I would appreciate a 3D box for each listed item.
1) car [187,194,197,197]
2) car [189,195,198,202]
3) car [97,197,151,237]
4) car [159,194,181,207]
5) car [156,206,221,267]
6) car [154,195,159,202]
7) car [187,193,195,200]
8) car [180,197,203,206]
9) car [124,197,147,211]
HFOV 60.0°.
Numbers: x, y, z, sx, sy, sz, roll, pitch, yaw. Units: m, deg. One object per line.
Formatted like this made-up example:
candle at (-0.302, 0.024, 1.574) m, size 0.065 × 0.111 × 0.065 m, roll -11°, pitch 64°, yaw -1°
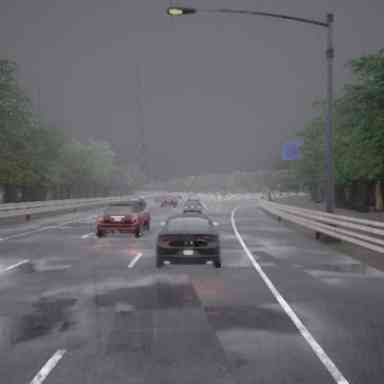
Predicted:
car at (0.229, 1.439, 50.551) m, size 1.812 × 1.442 × 4.674 m, roll 0°, pitch 0°, yaw 1°
car at (0.250, 1.378, 71.060) m, size 1.882 × 1.535 × 5.008 m, roll 0°, pitch 0°, yaw -1°
car at (-3.498, 1.326, 17.837) m, size 2.097 × 1.767 × 4.553 m, roll 0°, pitch 0°, yaw 0°
car at (-3.191, 1.253, 48.156) m, size 2.097 × 1.767 × 4.553 m, roll 0°, pitch 0°, yaw 1°
car at (-0.101, 1.469, 11.399) m, size 1.882 × 1.535 × 5.008 m, roll 0°, pitch 0°, yaw 0°
car at (-6.610, 1.374, 67.802) m, size 2.128 × 1.511 × 4.902 m, roll 0°, pitch 0°, yaw 0°
car at (-0.207, 1.292, 90.838) m, size 2.097 × 1.767 × 4.553 m, roll 0°, pitch 0°, yaw -2°
car at (0.059, 1.490, 33.299) m, size 2.033 × 1.411 × 5.357 m, roll 0°, pitch 0°, yaw 1°
car at (-6.777, 1.387, 40.106) m, size 1.882 × 1.535 × 5.008 m, roll 0°, pitch 0°, yaw 1°
